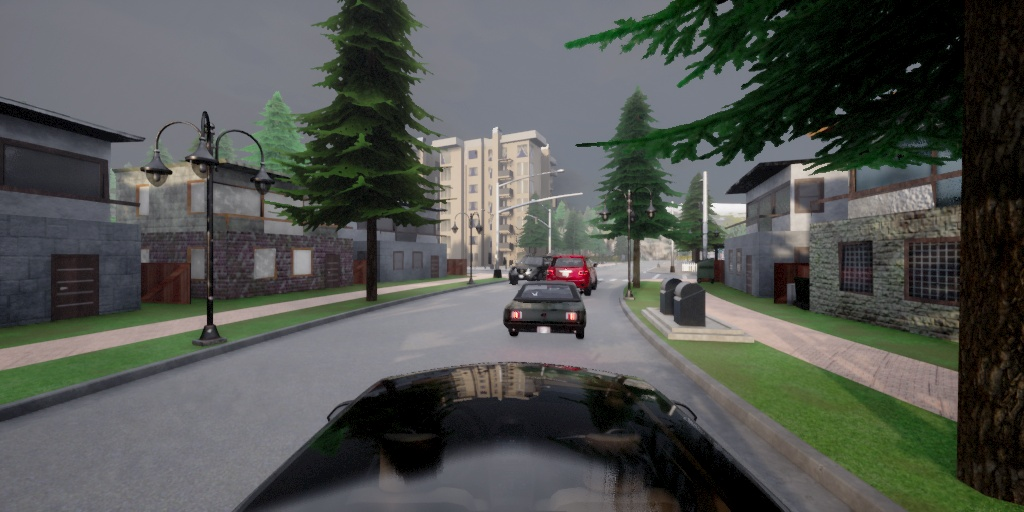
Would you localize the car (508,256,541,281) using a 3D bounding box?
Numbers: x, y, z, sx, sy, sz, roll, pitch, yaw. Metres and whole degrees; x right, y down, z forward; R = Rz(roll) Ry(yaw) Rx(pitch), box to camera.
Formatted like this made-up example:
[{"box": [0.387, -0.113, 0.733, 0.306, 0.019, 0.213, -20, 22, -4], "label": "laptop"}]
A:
[{"box": [1.651, 0.976, 25.590, 2.150, 2.045, 5.566, 0, 0, 23], "label": "car"}]

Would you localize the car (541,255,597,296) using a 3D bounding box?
[{"box": [3.369, 0.971, 19.631, 2.150, 2.045, 5.566, 0, 0, 18], "label": "car"}]

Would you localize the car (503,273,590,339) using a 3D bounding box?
[{"box": [1.073, 1.351, 10.135, 1.895, 1.301, 4.718, 0, 0, 9], "label": "car"}]
